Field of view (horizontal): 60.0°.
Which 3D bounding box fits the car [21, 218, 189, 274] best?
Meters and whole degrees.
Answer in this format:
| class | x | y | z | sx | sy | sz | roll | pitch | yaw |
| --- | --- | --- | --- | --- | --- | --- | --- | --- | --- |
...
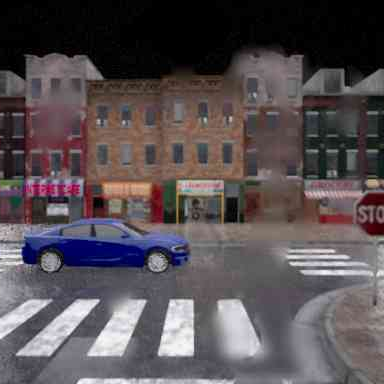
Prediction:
| class | x | y | z | sx | sy | sz | roll | pitch | yaw |
| --- | --- | --- | --- | --- | --- | --- | --- | --- | --- |
| car | -2.583 | 1.575 | 10.363 | 5.008 | 1.535 | 1.882 | 0 | 0 | 0 |
